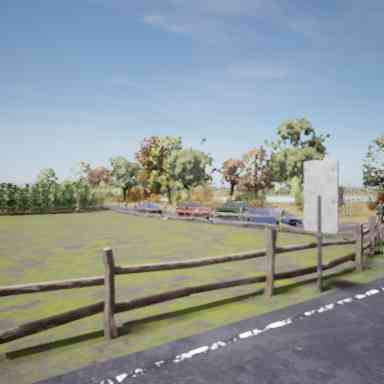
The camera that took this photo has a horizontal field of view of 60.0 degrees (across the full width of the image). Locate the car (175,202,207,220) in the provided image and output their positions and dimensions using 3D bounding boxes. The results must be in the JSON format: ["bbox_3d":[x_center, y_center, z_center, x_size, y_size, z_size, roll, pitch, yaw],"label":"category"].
[{"bbox_3d":[0.161,1.809,33.898,2.097,1.767,4.553,0,-1,-33],"label":"car"}]

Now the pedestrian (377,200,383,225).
[{"bbox_3d":[13.929,1.517,24.445,0.375,1.860,0.375,-1,1,-35],"label":"pedestrian"}]

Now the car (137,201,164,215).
[{"bbox_3d":[-5.415,2.146,42.759,2.033,1.411,5.357,0,-1,-29],"label":"car"}]

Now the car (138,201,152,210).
[{"bbox_3d":[-8.251,2.307,57.922,1.812,1.442,4.674,0,-1,-15],"label":"car"}]

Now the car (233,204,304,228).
[{"bbox_3d":[5.910,1.864,25.495,2.033,1.411,5.357,0,-1,-35],"label":"car"}]

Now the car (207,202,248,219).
[{"bbox_3d":[4.006,1.760,33.315,2.097,1.767,4.553,0,-1,-35],"label":"car"}]
